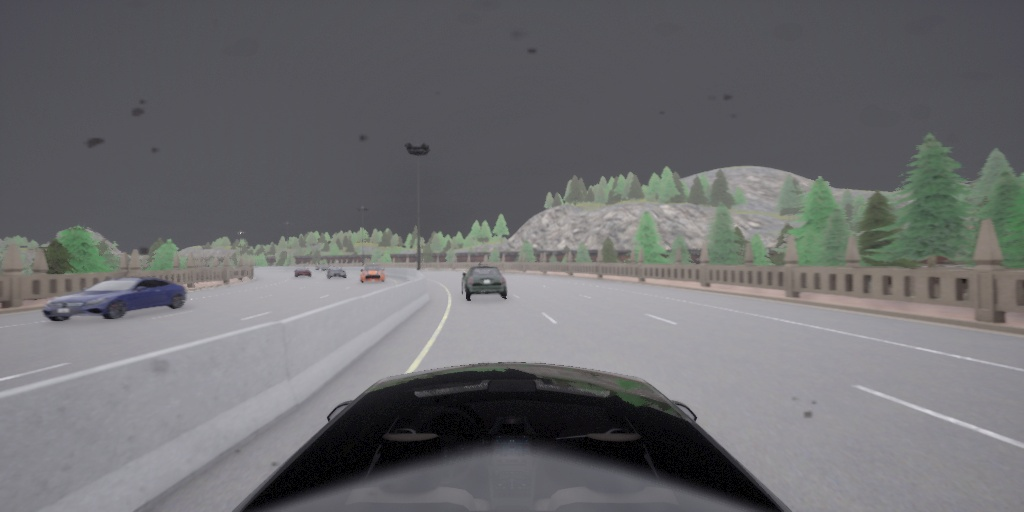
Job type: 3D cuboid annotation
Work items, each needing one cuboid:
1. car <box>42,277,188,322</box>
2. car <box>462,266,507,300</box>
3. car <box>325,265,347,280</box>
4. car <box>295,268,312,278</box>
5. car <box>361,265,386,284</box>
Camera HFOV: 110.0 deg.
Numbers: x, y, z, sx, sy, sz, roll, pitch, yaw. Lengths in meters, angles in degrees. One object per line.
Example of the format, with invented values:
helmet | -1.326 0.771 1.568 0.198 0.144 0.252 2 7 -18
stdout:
car | -15.149 1.574 14.132 1.812 1.442 4.674 -1 -1 -9
car | -1.610 1.299 19.579 2.097 1.767 4.553 -1 -1 -11
car | -20.567 2.022 42.145 1.994 1.385 4.181 -1 -1 -28
car | -28.095 2.247 48.253 1.895 1.301 4.718 -1 -1 -33
car | -13.110 1.607 33.870 2.097 1.767 4.553 -1 -1 -21
